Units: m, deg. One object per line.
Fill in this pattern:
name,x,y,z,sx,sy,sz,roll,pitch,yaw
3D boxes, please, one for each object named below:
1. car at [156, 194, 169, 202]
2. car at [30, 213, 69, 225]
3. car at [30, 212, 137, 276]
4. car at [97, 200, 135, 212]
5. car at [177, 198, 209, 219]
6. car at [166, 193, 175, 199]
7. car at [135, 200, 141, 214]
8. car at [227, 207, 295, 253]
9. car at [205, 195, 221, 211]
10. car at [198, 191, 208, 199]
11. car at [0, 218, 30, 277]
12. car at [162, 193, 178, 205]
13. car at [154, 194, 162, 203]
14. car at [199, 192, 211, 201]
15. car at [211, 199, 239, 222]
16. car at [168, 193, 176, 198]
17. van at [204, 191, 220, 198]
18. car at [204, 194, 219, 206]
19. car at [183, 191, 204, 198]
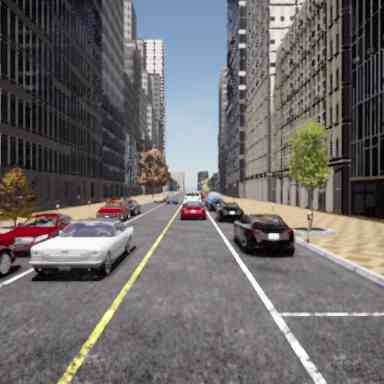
car,-5.670,1.128,64.276,2.008,1.369,4.403,0,0,0
car,-5.685,1.502,13.043,1.802,1.307,4.206,0,0,0
car,-3.097,1.538,10.294,1.895,1.301,4.718,0,0,0
car,-5.682,1.394,24.428,1.887,1.381,4.507,0,0,0
car,0.106,1.398,26.760,1.994,1.385,4.181,0,0,0
car,-5.663,0.959,87.044,2.008,1.369,4.403,0,0,0
car,-5.680,1.379,30.120,1.947,1.339,4.313,0,0,0
car,2.695,1.487,13.033,1.947,1.339,4.313,0,0,0
car,2.702,1.342,35.801,1.947,1.339,4.313,0,0,0
car,2.717,0.767,81.337,2.192,1.841,5.009,0,0,0
car,-5.687,1.500,7.349,1.887,1.381,4.507,0,0,0
car,-3.065,1.215,51.656,2.033,1.411,5.357,0,0,0
car,-5.672,1.145,58.412,1.752,1.417,4.829,0,0,0
car,2.714,0.852,69.952,2.192,1.841,5.009,0,0,0
car,2.699,1.416,24.417,1.947,1.339,4.313,0,0,0
car,-5.662,0.931,92.737,1.947,1.339,4.313,0,0,0
van,2.705,1.080,41.493,1.690,1.788,3.998,0,0,0
car,2.706,1.140,47.185,1.967,1.590,4.097,0,0,0
car,0.095,0.956,42.154,2.150,2.045,5.566,0,0,0
